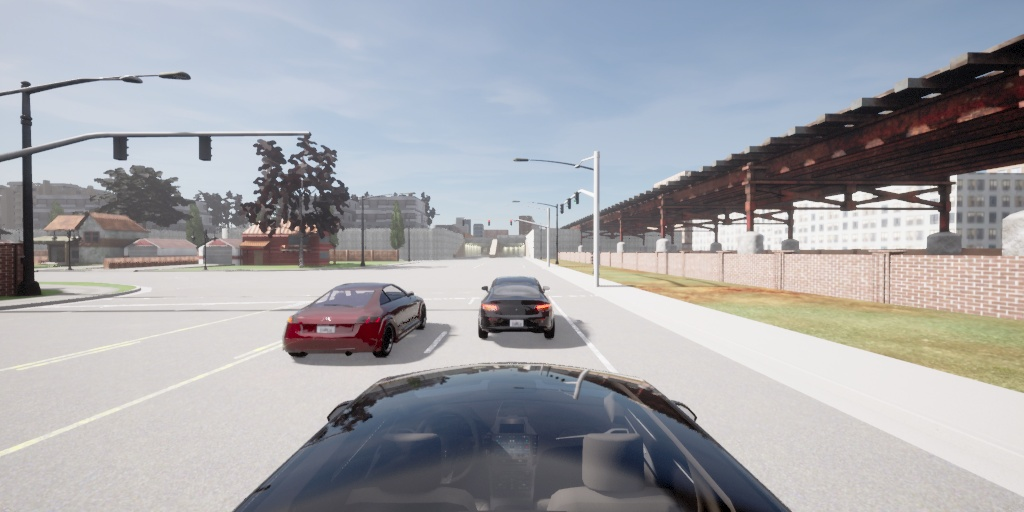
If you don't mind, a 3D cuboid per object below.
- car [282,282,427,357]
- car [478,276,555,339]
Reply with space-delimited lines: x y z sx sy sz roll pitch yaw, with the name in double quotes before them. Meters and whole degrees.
"car" -3.397 1.315 8.555 1.994 1.385 4.181 0 0 0
"car" 0.105 1.277 10.018 1.812 1.442 4.674 0 0 0
